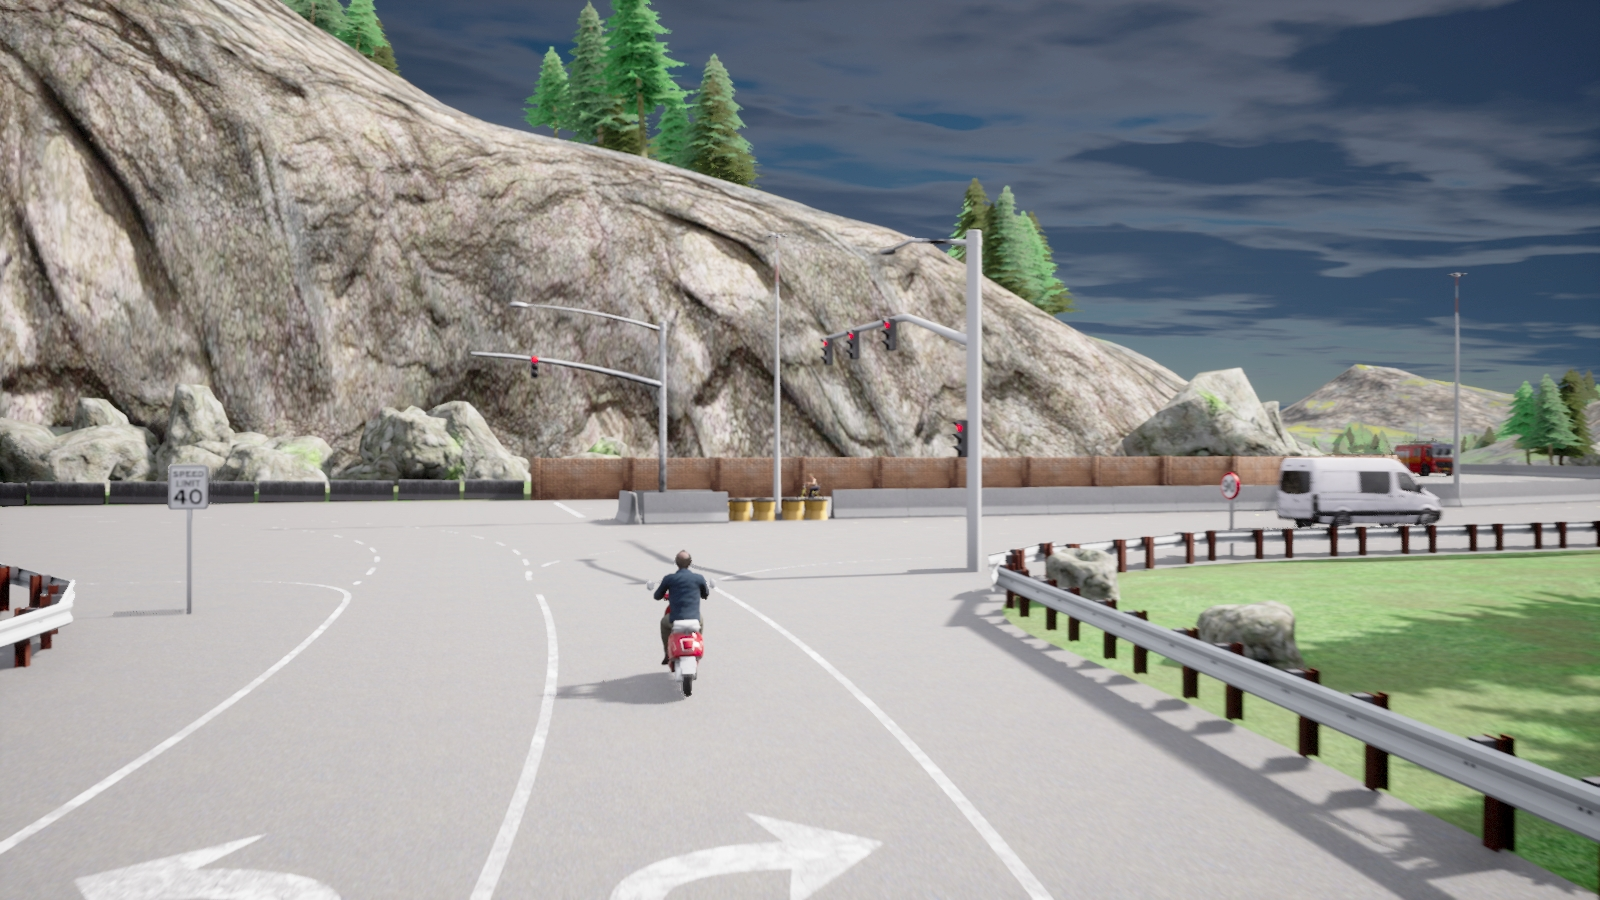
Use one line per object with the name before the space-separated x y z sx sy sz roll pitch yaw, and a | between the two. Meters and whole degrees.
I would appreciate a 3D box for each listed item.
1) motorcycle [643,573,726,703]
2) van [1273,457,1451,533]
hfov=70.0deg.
motorcycle | -1.405 2.192 13.649 0.856 1.236 1.805 0 0 -10
van | 20.009 1.556 40.689 5.915 2.561 1.988 0 0 -17
